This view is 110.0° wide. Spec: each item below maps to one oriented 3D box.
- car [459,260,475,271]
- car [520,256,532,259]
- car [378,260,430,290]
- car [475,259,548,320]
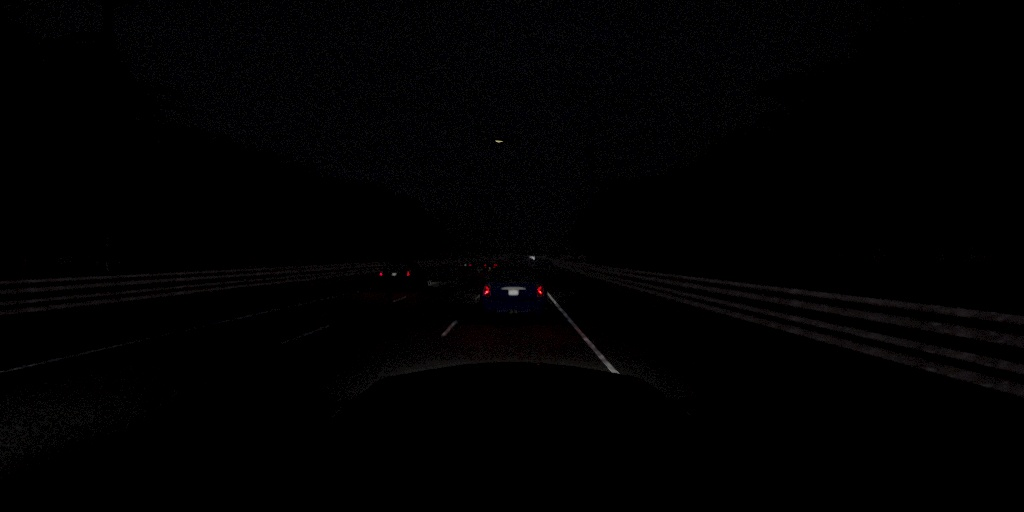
[{"bbox_3d":[-5.854,1.231,48.453,2.033,1.411,5.357,0,0,3],"label":"car"},{"bbox_3d":[1.888,1.149,62.575,2.128,1.511,4.902,0,0,4],"label":"car"},{"bbox_3d":[-6.672,1.081,22.572,2.097,1.767,4.553,0,0,1],"label":"car"},{"bbox_3d":[0.069,1.095,12.679,2.097,1.767,4.553,0,0,1],"label":"car"}]
